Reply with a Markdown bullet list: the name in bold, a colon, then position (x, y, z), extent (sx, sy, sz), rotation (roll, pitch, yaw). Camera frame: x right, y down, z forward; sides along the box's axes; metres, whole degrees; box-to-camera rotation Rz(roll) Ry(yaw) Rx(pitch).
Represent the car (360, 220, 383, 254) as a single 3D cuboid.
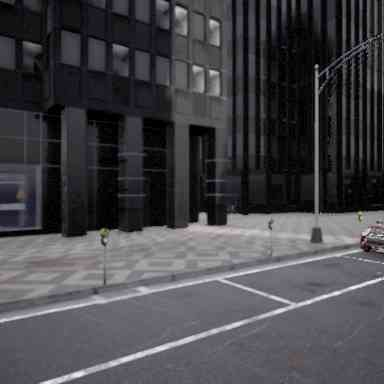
- **car**: position (8.071, 1.440, 12.408), extent (4.097, 1.590, 1.967), rotation (0, 0, -36)
